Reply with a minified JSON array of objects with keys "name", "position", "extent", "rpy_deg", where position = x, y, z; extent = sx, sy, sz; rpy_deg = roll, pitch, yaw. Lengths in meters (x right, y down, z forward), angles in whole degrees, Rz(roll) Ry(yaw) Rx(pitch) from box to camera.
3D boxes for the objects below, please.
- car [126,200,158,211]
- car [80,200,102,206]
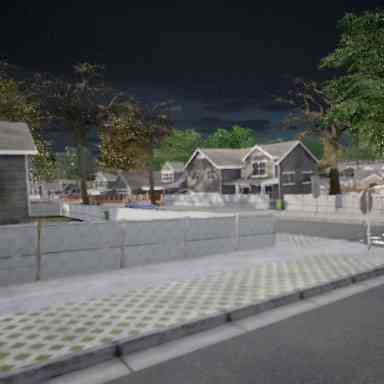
[{"name":"car","position":[-5.407,1.649,35.556],"extent":[1.882,1.535,5.008],"rpy_deg":[-4,2,-35]},{"name":"car","position":[-14.999,1.838,49.382],"extent":[1.895,1.301,4.718],"rpy_deg":[-4,2,-35]}]
